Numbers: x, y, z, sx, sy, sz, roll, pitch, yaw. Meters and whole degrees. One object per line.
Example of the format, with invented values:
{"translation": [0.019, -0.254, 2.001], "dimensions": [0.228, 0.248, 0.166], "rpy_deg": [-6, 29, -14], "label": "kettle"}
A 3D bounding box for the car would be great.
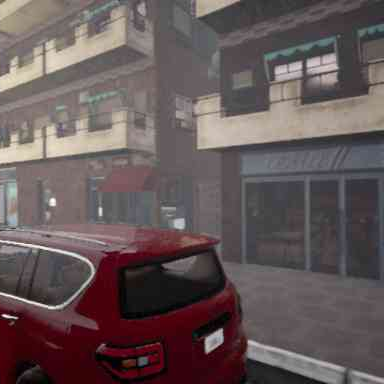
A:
{"translation": [-1.761, 1.306, 4.147], "dimensions": [5.009, 1.841, 2.192], "rpy_deg": [0, -1, 36], "label": "car"}
